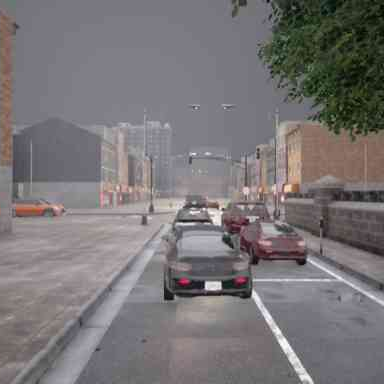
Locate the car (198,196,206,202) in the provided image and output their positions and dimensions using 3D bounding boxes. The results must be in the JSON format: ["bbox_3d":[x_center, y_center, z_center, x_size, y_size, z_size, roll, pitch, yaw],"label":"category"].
[{"bbox_3d":[2.498,1.767,81.311,1.802,1.307,4.206,0,0,0],"label":"car"}]

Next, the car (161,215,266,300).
[{"bbox_3d":[0.223,1.529,8.300,1.812,1.442,4.674,0,0,-4],"label":"car"}]

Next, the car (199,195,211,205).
[{"bbox_3d":[2.530,1.437,65.000,2.192,1.841,5.009,1,0,0],"label":"car"}]

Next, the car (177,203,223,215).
[{"bbox_3d":[0.049,1.501,15.705,2.128,1.511,4.902,0,0,0],"label":"car"}]

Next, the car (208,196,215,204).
[{"bbox_3d":[2.567,1.603,43.250,1.887,1.381,4.507,1,0,0],"label":"car"}]

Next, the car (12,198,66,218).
[{"bbox_3d":[-13.180,1.342,28.363,4.553,1.767,2.097,0,-1,0],"label":"car"}]

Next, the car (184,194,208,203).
[{"bbox_3d":[0.351,1.271,36.540,2.150,2.045,5.566,1,0,3],"label":"car"}]

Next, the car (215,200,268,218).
[{"bbox_3d":[2.618,1.326,16.820,2.192,1.841,5.009,1,0,0],"label":"car"}]

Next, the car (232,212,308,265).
[{"bbox_3d":[2.625,1.587,11.370,1.802,1.307,4.206,1,0,0],"label":"car"}]
